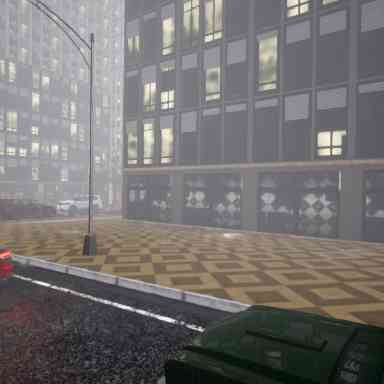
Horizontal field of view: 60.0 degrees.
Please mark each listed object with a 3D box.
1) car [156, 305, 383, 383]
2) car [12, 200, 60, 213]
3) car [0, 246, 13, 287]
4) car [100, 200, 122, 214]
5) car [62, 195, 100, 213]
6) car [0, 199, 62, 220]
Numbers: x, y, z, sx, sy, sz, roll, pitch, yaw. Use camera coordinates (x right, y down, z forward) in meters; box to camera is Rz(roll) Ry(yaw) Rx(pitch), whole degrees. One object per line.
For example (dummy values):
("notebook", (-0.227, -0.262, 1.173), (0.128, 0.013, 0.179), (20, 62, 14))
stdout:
("car", (2.016, 1.601, 2.248), (4.718, 1.301, 1.895), (0, 0, 35))
("car", (-18.348, 1.643, 39.312), (1.752, 1.417, 4.829), (1, 0, 36))
("car", (-6.093, 1.521, 7.998), (4.674, 1.442, 1.812), (0, 0, 35))
("car", (-8.052, 1.830, 39.169), (1.752, 1.417, 4.829), (1, 0, 36))
("car", (-13.781, 1.417, 41.130), (2.150, 2.045, 5.566), (1, 0, 36))
("car", (-14.831, 1.519, 29.944), (2.192, 1.841, 5.009), (1, 0, 36))
